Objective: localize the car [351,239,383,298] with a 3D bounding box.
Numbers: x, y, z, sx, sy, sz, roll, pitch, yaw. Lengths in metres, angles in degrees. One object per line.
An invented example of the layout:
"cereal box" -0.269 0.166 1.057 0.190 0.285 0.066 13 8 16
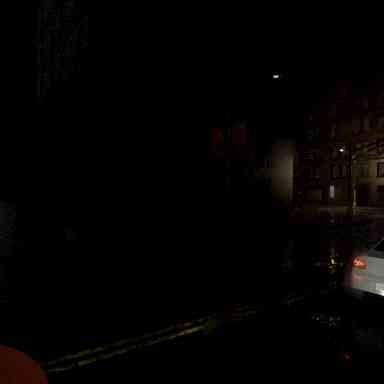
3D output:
"car" 5.271 1.528 7.195 4.674 1.442 1.812 0 0 -35

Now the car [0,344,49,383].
"car" -3.161 1.477 1.190 5.008 1.535 1.882 0 0 -35
